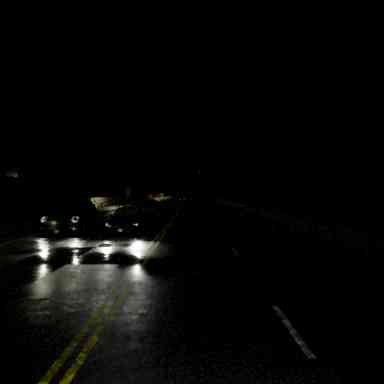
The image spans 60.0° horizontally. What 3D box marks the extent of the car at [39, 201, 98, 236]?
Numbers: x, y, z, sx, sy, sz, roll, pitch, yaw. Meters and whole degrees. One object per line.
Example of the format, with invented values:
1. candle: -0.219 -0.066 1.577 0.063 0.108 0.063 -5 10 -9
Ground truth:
1. car: -6.601 1.347 18.465 2.097 1.767 4.553 0 0 0

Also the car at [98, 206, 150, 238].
1. car: -3.350 1.521 17.857 1.812 1.442 4.674 0 0 0
